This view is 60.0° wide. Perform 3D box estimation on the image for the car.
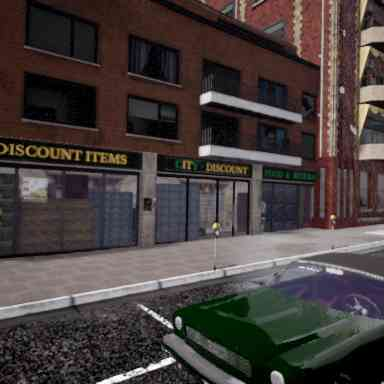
[{"bbox_3d":[2.006,1.607,4.516,4.718,1.301,1.895,0,0,-36],"label":"car"}]
